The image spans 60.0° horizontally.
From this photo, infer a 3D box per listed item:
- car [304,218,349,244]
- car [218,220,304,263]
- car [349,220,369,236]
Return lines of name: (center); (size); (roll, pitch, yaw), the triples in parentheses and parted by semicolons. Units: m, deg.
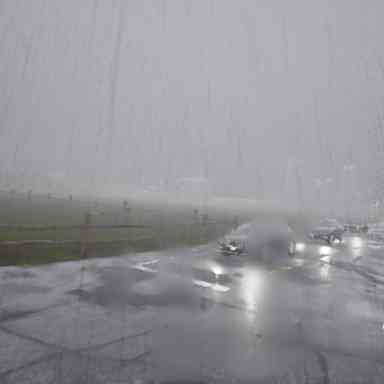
car: (8.802, 2.550, 22.321); (1.837, 1.490, 4.892); (3, -1, 37)
car: (2.972, 1.991, 14.353); (1.837, 1.490, 4.892); (3, -1, 36)
car: (14.854, 3.226, 30.589); (1.895, 1.301, 4.718); (3, -1, 36)
